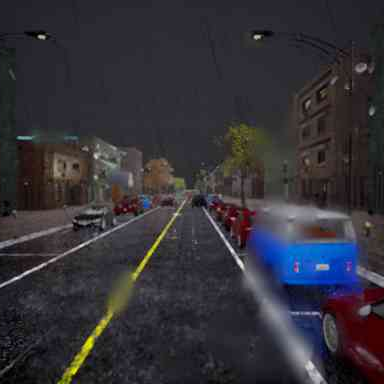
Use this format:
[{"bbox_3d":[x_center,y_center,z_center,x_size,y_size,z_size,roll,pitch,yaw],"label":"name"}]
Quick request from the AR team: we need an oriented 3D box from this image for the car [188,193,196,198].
[{"bbox_3d":[-0.013,0.992,95.256,2.033,1.411,5.357,0,0,0],"label":"car"}]

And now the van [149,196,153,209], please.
[{"bbox_3d":[-5.701,1.187,36.431,1.690,1.788,3.998,-1,0,0],"label":"van"}]

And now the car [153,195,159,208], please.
[{"bbox_3d":[-5.701,1.263,41.980,1.967,1.590,4.097,-1,0,0],"label":"car"}]

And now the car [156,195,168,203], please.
[{"bbox_3d":[-5.703,1.273,64.173,1.887,1.381,4.507,-1,0,0],"label":"car"}]

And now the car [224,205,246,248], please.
[{"bbox_3d":[2.685,1.484,14.242,1.887,1.381,4.507,-1,0,0],"label":"car"}]

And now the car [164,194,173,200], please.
[{"bbox_3d":[-5.706,1.207,80.818,2.008,1.369,4.403,-1,0,0],"label":"car"}]

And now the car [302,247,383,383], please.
[{"bbox_3d":[2.687,1.568,3.145,1.802,1.307,4.206,-1,0,0],"label":"car"}]

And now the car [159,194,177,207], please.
[{"bbox_3d":[-3.084,1.374,45.178,1.994,1.385,4.181,0,0,0],"label":"car"}]

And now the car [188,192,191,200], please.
[{"bbox_3d":[0.829,1.126,53.218,2.097,1.767,4.553,0,0,-1],"label":"car"}]

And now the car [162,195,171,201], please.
[{"bbox_3d":[-5.704,1.262,75.270,1.802,1.307,4.206,-1,0,0],"label":"car"}]

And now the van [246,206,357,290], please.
[{"bbox_3d":[2.684,1.304,8.693,1.690,1.788,3.998,-1,0,0],"label":"van"}]

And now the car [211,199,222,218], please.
[{"bbox_3d":[2.684,1.475,25.339,1.802,1.307,4.206,-1,0,0],"label":"car"}]

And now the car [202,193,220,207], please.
[{"bbox_3d":[2.678,1.114,47.531,2.192,1.841,5.009,-1,0,0],"label":"car"}]

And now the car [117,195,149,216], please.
[{"bbox_3d":[-5.700,1.185,30.883,2.192,1.841,5.009,-1,0,0],"label":"car"}]

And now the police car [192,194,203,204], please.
[{"bbox_3d":[0.890,1.174,59.371,1.930,1.638,5.238,0,0,0],"label":"police car"}]

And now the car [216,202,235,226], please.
[{"bbox_3d":[2.684,1.498,19.790,1.802,1.307,4.206,-1,0,0],"label":"car"}]

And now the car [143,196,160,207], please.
[{"bbox_3d":[-5.701,1.344,47.529,1.887,1.381,4.507,-1,0,0],"label":"car"}]

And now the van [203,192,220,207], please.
[{"bbox_3d":[2.679,1.164,41.983,1.690,1.788,3.998,-1,0,0],"label":"van"}]

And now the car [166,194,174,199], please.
[{"bbox_3d":[-5.706,1.214,86.367,1.802,1.307,4.206,-1,0,0],"label":"car"}]

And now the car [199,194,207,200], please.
[{"bbox_3d":[2.676,1.181,80.990,1.752,1.417,4.829,-1,0,0],"label":"car"}]

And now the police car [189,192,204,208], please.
[{"bbox_3d":[0.893,1.242,43.371,1.930,1.638,5.238,0,0,0],"label":"police car"}]

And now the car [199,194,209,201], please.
[{"bbox_3d":[2.676,1.246,75.273,1.947,1.339,4.313,-1,0,0],"label":"car"}]

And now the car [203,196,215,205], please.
[{"bbox_3d":[2.679,1.357,53.080,1.802,1.307,4.206,-1,0,0],"label":"car"}]

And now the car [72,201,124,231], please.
[{"bbox_3d":[-5.696,1.467,19.787,2.008,1.369,4.403,-1,0,0],"label":"car"}]

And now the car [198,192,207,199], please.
[{"bbox_3d":[2.672,0.947,86.369,2.192,1.841,5.009,-1,0,0],"label":"car"}]

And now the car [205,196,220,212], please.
[{"bbox_3d":[2.682,1.428,36.435,1.802,1.307,4.206,-1,0,0],"label":"car"}]

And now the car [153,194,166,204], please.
[{"bbox_3d":[-5.703,1.192,58.625,1.967,1.590,4.097,-1,0,0],"label":"car"}]
